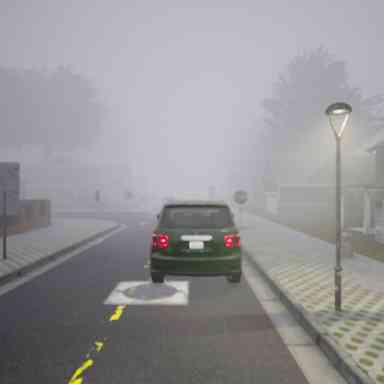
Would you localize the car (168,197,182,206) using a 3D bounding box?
[{"bbox_3d":[-2.795,1.571,54.858,1.994,1.385,4.181,0,0,0],"label":"car"}]

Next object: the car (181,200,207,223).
[{"bbox_3d":[0.117,1.468,26.528,1.882,1.535,5.008,0,0,0],"label":"car"}]

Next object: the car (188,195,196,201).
[{"bbox_3d":[0.052,1.399,82.194,1.837,1.490,4.892,0,0,0],"label":"car"}]

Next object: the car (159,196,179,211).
[{"bbox_3d":[-2.818,1.351,41.362,2.097,1.767,4.553,0,0,0],"label":"car"}]

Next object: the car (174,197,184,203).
[{"bbox_3d":[-2.706,1.627,69.890,1.895,1.301,4.718,0,0,0],"label":"car"}]

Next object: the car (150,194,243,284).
[{"bbox_3d":[0.102,1.208,9.665,2.150,2.045,5.566,0,0,0],"label":"car"}]
